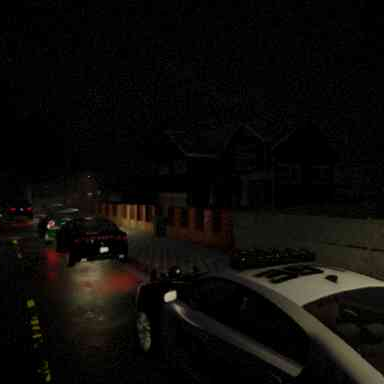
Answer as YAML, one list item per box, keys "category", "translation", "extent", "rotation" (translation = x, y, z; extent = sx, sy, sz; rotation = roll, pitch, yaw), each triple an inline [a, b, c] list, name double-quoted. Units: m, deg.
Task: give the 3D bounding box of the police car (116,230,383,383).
- category: "police car"
  translation: [0.833, 1.477, 3.829]
  extent: [1.930, 1.638, 5.238]
  rotation: [0, -1, -28]

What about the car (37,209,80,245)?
- category: "car"
  translation: [-6.935, 1.661, 17.745]
  extent: [2.097, 1.767, 4.553]
  rotation: [0, -1, -30]

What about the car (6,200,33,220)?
- category: "car"
  translation: [-18.698, 1.913, 36.207]
  extent: [2.150, 2.045, 5.566]
  rotation: [0, -1, -30]

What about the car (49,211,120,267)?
- category: "car"
  translation: [-3.955, 1.687, 12.536]
  extent: [1.882, 1.535, 5.008]
  rotation: [0, -1, -29]

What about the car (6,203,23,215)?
- category: "car"
  translation: [-25.580, 2.396, 47.890]
  extent: [1.882, 1.535, 5.008]
  rotation: [0, -1, -31]
